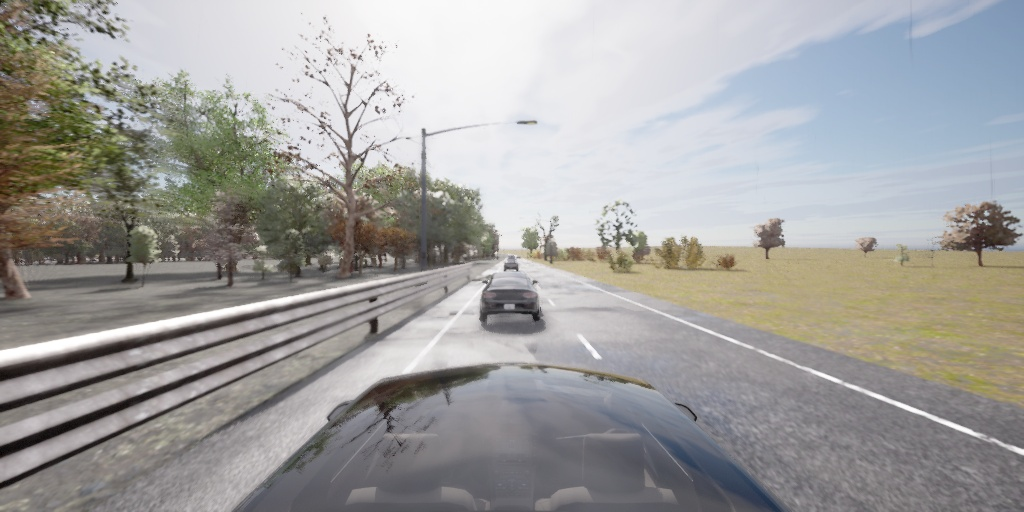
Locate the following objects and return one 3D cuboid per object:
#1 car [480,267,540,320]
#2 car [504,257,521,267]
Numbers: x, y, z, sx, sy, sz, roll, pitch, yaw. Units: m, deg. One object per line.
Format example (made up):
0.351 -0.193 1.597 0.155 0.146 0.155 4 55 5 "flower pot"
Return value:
-0.067 1.265 12.399 1.812 1.442 4.674 0 0 0 "car"
-0.076 1.179 45.667 2.128 1.511 4.902 0 0 0 "car"
